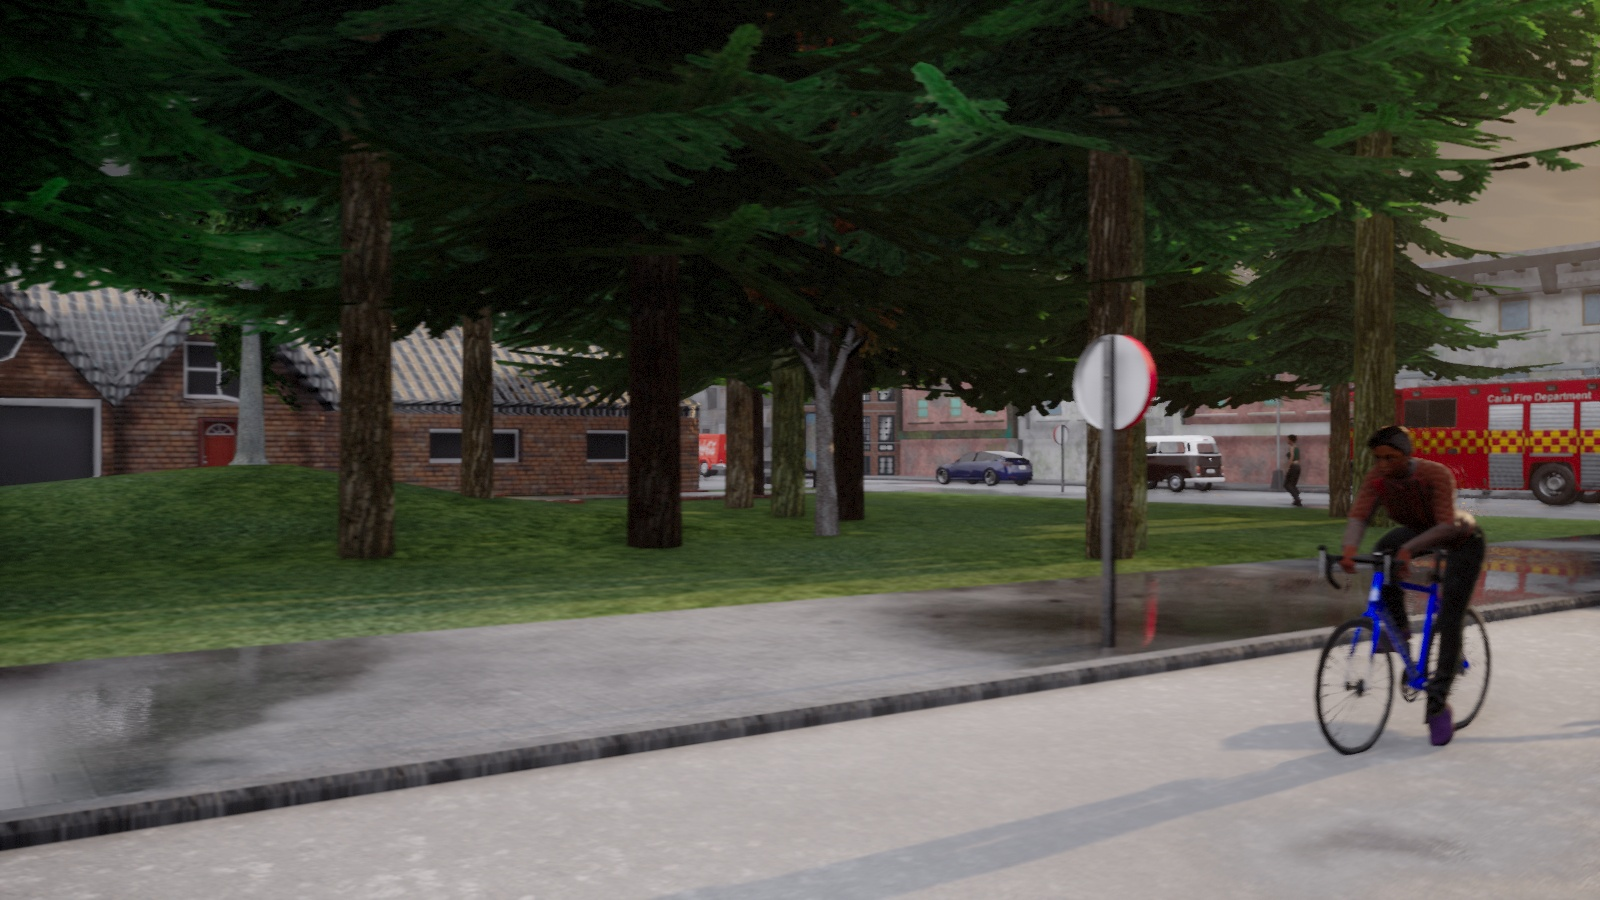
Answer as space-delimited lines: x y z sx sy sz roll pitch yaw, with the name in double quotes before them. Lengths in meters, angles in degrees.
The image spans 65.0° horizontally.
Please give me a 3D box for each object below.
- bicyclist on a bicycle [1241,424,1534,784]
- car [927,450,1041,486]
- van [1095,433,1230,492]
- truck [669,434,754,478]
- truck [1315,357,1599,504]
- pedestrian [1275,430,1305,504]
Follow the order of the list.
"bicyclist on a bicycle" 3.002 0.688 6.359 1.656 1.620 0.582 -1 0 -35
"car" 7.865 0.743 53.968 2.163 1.488 4.792 0 0 -35
"van" 13.245 0.437 46.139 2.069 2.038 4.480 0 0 -34
"truck" -5.163 0.330 72.889 2.627 2.467 5.204 0 0 -35
"truck" 19.776 -0.491 36.721 2.891 3.827 8.468 0 0 -35
"pedestrian" 12.198 0.418 31.249 0.345 1.836 0.594 0 0 -33
